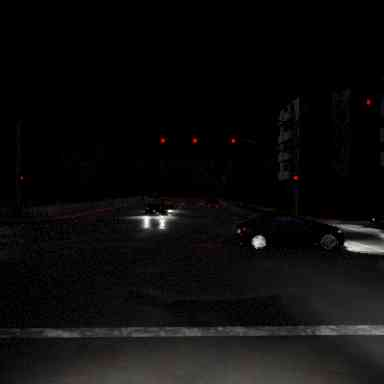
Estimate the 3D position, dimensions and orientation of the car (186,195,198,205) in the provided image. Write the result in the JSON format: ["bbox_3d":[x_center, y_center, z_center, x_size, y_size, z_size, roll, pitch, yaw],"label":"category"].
[{"bbox_3d":[-0.009,1.352,58.091,2.097,1.767,4.553,0,0,0],"label":"car"}]

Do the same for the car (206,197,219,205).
[{"bbox_3d":[3.491,1.526,58.136,1.812,1.442,4.674,0,0,0],"label":"car"}]

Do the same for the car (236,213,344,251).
[{"bbox_3d":[3.903,1.564,13.572,4.181,1.385,1.994,0,0,-2],"label":"car"}]

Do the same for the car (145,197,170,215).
[{"bbox_3d":[-3.588,1.526,33.930,1.812,1.442,4.674,0,0,0],"label":"car"}]

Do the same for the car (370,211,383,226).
[{"bbox_3d":[13.952,1.505,21.173,4.892,1.490,1.837,0,0,-1],"label":"car"}]

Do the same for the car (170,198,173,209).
[{"bbox_3d":[-3.582,1.478,44.405,1.882,1.535,5.008,0,0,0],"label":"car"}]
